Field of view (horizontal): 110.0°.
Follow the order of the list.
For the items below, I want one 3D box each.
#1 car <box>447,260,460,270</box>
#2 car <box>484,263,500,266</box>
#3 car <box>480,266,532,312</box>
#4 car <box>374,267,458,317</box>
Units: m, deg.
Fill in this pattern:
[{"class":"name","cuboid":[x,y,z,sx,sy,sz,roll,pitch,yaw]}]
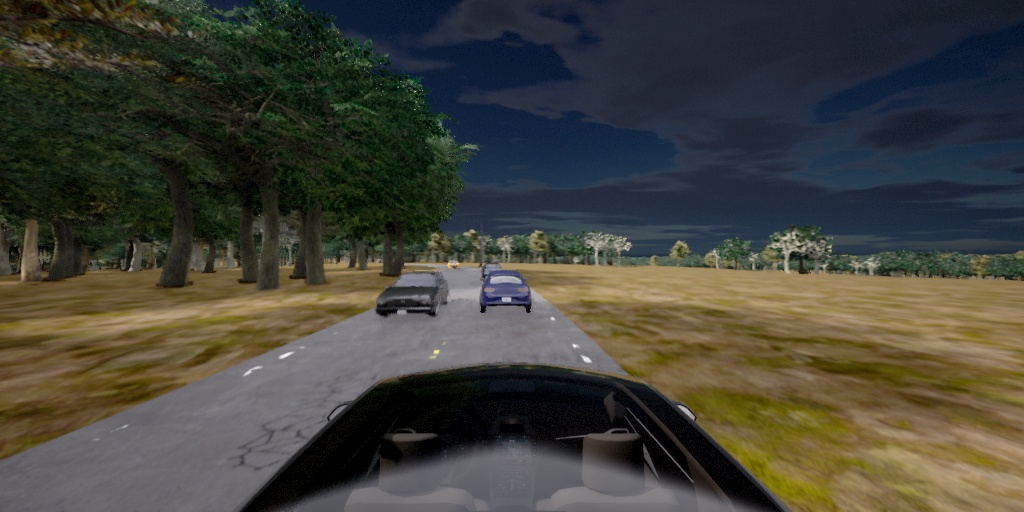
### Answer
[{"class":"car","cuboid":[-9.592,1.463,58.960,1.882,1.535,5.008,0,-1,-13]},{"class":"car","cuboid":[-1.808,1.339,32.154,2.033,1.411,5.357,0,0,-7]},{"class":"car","cuboid":[-0.294,1.278,14.136,1.812,1.442,4.674,0,0,-3]},{"class":"car","cuboid":[-3.444,1.305,13.456,2.033,1.411,5.357,0,0,-3]}]
